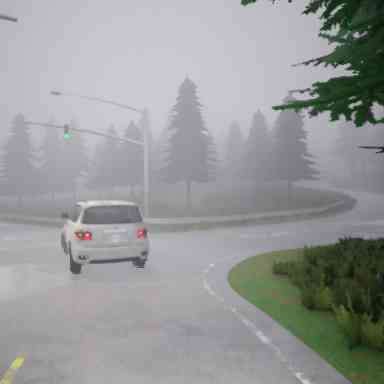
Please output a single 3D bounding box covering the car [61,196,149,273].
[{"bbox_3d":[-3.086,1.283,11.218,2.150,2.045,5.566,0,0,-24],"label":"car"}]
